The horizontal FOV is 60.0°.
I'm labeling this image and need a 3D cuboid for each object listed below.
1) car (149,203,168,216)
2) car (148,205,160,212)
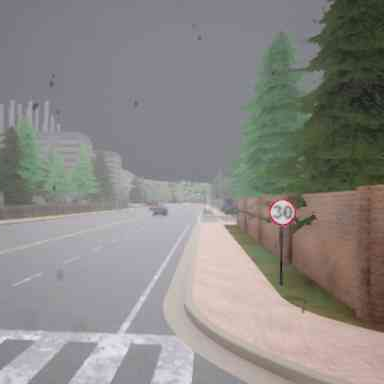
[{"bbox_3d":[-4.794,2.851,51.147,2.128,1.511,4.902,1,-2,2],"label":"car"},{"bbox_3d":[-7.791,3.398,68.862,1.895,1.301,4.718,1,-2,2],"label":"car"}]
